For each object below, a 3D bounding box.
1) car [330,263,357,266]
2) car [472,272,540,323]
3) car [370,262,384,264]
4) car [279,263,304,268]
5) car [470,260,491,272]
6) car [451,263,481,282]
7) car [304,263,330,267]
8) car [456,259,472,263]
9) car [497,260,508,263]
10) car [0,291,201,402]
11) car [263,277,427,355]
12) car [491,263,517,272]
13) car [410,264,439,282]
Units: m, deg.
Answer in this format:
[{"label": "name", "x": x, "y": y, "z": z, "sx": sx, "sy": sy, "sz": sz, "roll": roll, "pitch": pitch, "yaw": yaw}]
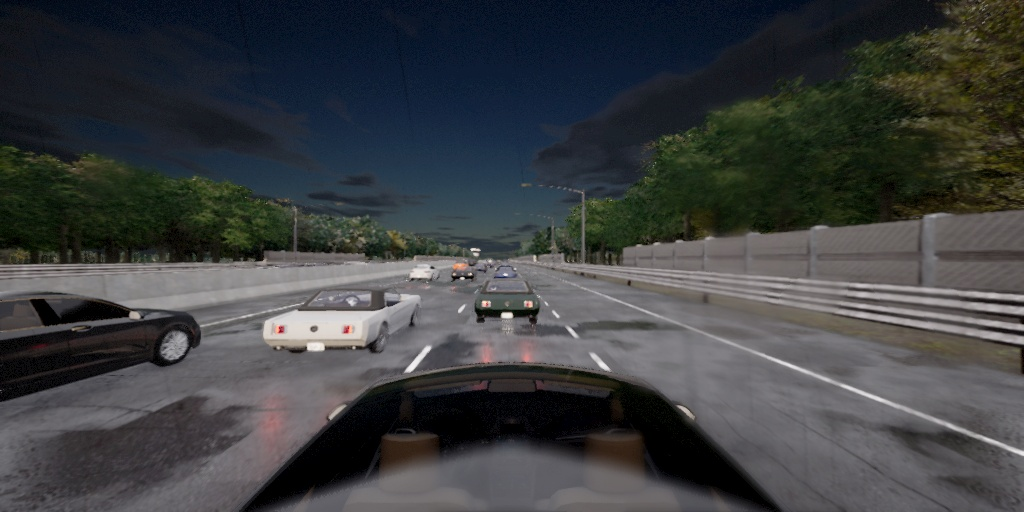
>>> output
[{"label": "car", "x": -21.935, "y": 1.635, "z": 47.968, "sx": 1.895, "sy": 1.301, "sz": 4.718, "roll": 0, "pitch": -1, "yaw": -1}, {"label": "car", "x": -0.177, "y": 1.412, "z": 12.411, "sx": 1.895, "sy": 1.301, "sz": 4.718, "roll": 0, "pitch": 0, "yaw": -1}, {"label": "car", "x": -18.444, "y": 1.543, "z": 48.342, "sx": 2.128, "sy": 1.511, "sz": 4.902, "roll": 0, "pitch": -1, "yaw": -1}, {"label": "car", "x": -28.925, "y": 1.606, "z": 47.900, "sx": 1.895, "sy": 1.301, "sz": 4.718, "roll": 0, "pitch": -1, "yaw": -1}, {"label": "car", "x": -4.453, "y": 1.686, "z": 51.272, "sx": 2.033, "sy": 1.411, "sz": 5.357, "roll": 0, "pitch": -1, "yaw": -1}, {"label": "car", "x": -4.053, "y": 1.541, "z": 31.226, "sx": 1.895, "sy": 1.301, "sz": 4.718, "roll": 0, "pitch": -1, "yaw": -1}, {"label": "car", "x": -25.437, "y": 1.585, "z": 48.142, "sx": 1.994, "sy": 1.385, "sz": 4.181, "roll": 0, "pitch": -1, "yaw": -1}, {"label": "car", "x": -8.070, "y": 1.540, "z": 57.146, "sx": 2.097, "sy": 1.767, "sz": 4.553, "roll": 0, "pitch": -1, "yaw": -1}, {"label": "car", "x": -1.153, "y": 1.807, "z": 61.336, "sx": 2.033, "sy": 1.411, "sz": 5.357, "roll": 0, "pitch": -1, "yaw": -1}, {"label": "car", "x": -7.032, "y": 1.246, "z": 5.069, "sx": 1.837, "sy": 1.490, "sz": 4.892, "roll": 0, "pitch": 0, "yaw": -1}, {"label": "car", "x": -3.605, "y": 1.375, "z": 8.744, "sx": 1.895, "sy": 1.301, "sz": 4.718, "roll": 0, "pitch": 0, "yaw": -1}, {"label": "car", "x": -0.553, "y": 1.518, "z": 31.275, "sx": 1.994, "sy": 1.385, "sz": 4.181, "roll": 0, "pitch": -1, "yaw": -1}, {"label": "car", "x": -7.551, "y": 1.451, "z": 31.144, "sx": 1.812, "sy": 1.442, "sz": 4.674, "roll": 0, "pitch": -1, "yaw": -1}]
